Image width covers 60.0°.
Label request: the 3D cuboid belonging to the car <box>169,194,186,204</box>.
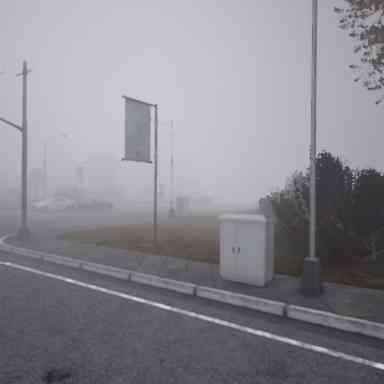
[{"bbox_3d":[-1.663,1.053,52.024,2.097,1.767,4.553,1,0,33],"label":"car"}]

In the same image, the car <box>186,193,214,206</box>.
[{"bbox_3d":[1.609,1.211,50.647,1.882,1.535,5.008,1,0,33],"label":"car"}]

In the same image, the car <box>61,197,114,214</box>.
[{"bbox_3d":[-9.960,1.347,32.500,1.895,1.301,4.718,1,0,32],"label":"car"}]

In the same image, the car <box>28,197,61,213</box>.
[{"bbox_3d":[-13.774,1.240,33.023,1.812,1.442,4.674,1,0,32],"label":"car"}]
